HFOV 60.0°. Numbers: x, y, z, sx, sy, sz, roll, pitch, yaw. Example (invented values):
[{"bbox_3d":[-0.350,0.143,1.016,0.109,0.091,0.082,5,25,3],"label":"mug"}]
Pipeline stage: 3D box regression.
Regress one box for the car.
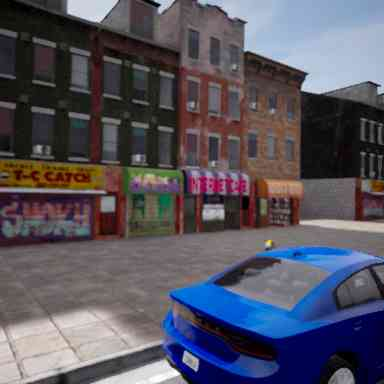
[{"bbox_3d":[2.008,1.527,4.700,5.008,1.535,1.882,1,0,-35],"label":"car"}]
